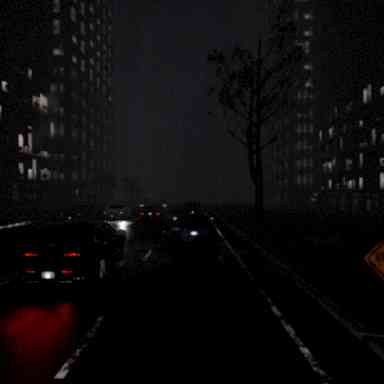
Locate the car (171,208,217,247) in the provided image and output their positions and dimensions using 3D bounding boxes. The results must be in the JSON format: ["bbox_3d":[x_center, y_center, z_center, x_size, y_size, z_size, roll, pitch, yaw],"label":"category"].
[{"bbox_3d":[0.079,1.666,15.531,1.994,1.385,4.181,0,0,0],"label":"car"}]

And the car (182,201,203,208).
[{"bbox_3d":[0.061,1.727,33.755,1.837,1.490,4.892,0,0,0],"label":"car"}]

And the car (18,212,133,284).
[{"bbox_3d":[-3.172,1.572,9.756,1.837,1.490,4.892,0,0,0],"label":"car"}]

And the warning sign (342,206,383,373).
[{"bbox_3d":[2.862,1.144,4.324,1.300,1.860,1.060,1,1,0],"label":"warning sign"}]

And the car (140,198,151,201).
[{"bbox_3d":[-9.832,1.993,70.737,2.033,1.411,5.357,0,0,0],"label":"car"}]

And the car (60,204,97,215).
[{"bbox_3d":[-9.883,1.742,29.492,2.033,1.411,5.357,0,0,0],"label":"car"}]

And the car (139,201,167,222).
[{"bbox_3d":[-3.185,1.730,27.801,2.033,1.411,5.357,0,0,0],"label":"car"}]

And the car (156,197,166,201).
[{"bbox_3d":[-6.582,1.910,71.365,1.882,1.535,5.008,0,0,0],"label":"car"}]

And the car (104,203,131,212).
[{"bbox_3d":[-6.631,1.722,29.836,1.812,1.442,4.674,0,0,0],"label":"car"}]
